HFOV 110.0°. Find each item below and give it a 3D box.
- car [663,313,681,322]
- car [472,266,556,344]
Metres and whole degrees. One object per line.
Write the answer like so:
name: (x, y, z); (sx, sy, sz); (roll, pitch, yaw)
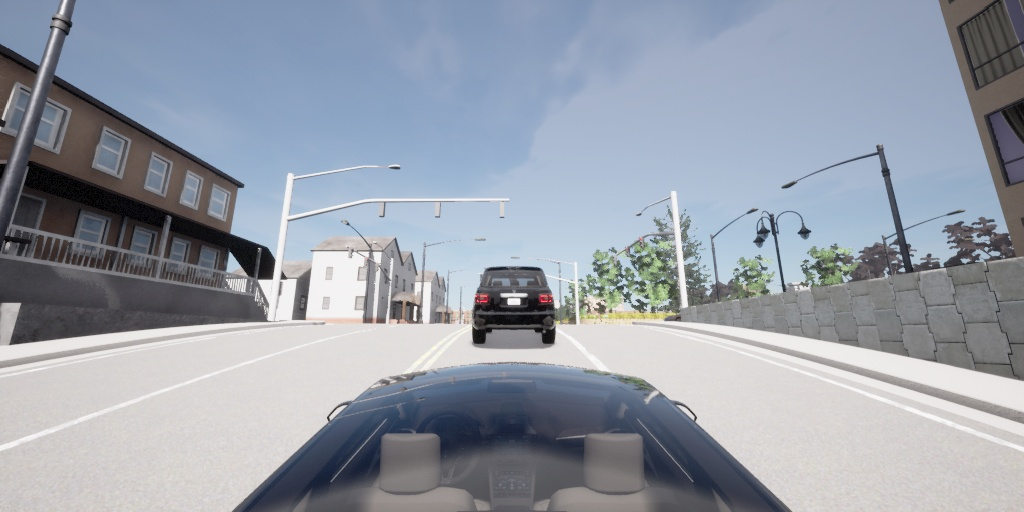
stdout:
car: (15.822, 5.448, 31.726); (4.553, 1.767, 2.097); (0, -12, 0)
car: (0.049, 1.500, 11.159); (2.150, 2.045, 5.566); (0, -7, 0)
